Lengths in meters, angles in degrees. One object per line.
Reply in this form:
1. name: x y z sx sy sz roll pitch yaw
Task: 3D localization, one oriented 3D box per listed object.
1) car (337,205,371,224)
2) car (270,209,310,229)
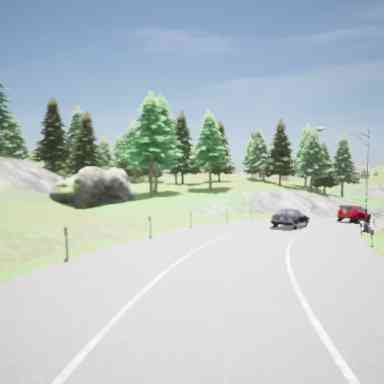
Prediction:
1. car: 19.285 2.617 39.520 5.566 2.045 2.150 5 -1 -43
2. car: 7.658 2.036 25.742 2.033 1.411 5.357 2 -1 31
